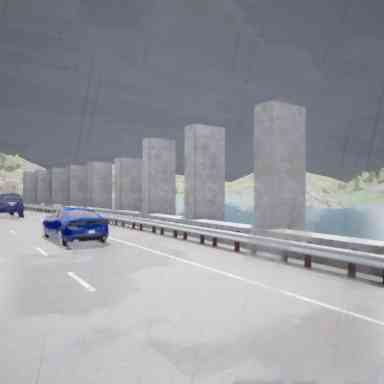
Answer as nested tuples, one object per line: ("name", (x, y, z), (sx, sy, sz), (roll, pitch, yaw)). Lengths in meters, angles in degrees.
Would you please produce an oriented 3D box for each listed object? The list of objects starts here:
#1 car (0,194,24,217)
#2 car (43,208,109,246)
("car", (-16.698, 1.186, 29.674), (2.150, 2.045, 5.566), (0, -1, -41))
("car", (-5.502, 1.466, 15.416), (1.882, 1.535, 5.008), (0, 0, -36))
